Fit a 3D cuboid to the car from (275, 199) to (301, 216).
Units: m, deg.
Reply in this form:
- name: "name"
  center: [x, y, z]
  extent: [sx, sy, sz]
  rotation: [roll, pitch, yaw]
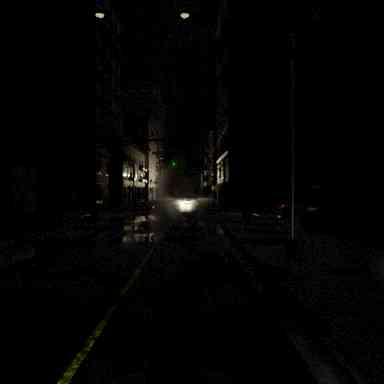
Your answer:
- name: "car"
  center: [10.752, 1.445, 33.467]
  extent: [4.553, 1.767, 2.097]
  rotation: [1, 0, 0]

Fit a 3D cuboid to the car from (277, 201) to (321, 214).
- name: "car"
  center: [11.507, 1.665, 36.042]
  extent: [4.206, 1.307, 1.802]
  rotation: [1, 0, 0]
